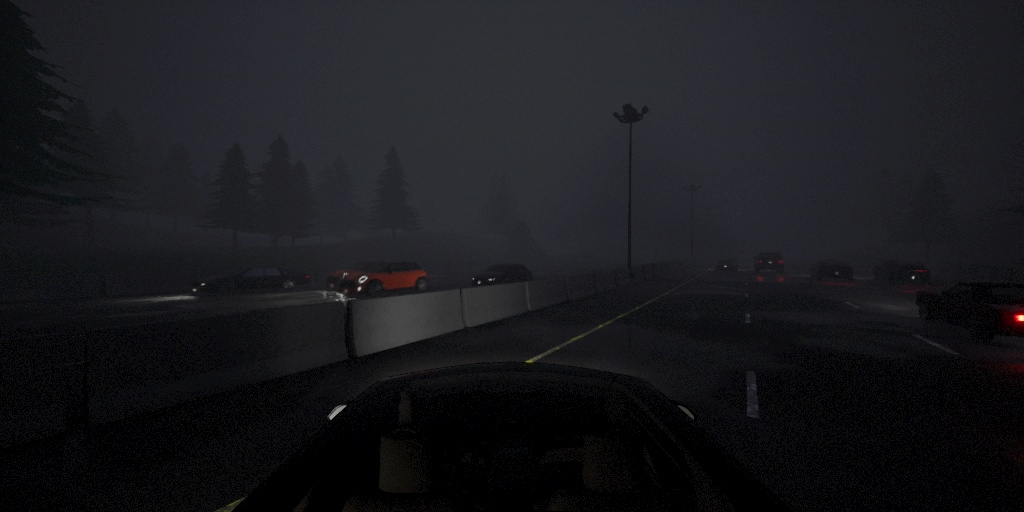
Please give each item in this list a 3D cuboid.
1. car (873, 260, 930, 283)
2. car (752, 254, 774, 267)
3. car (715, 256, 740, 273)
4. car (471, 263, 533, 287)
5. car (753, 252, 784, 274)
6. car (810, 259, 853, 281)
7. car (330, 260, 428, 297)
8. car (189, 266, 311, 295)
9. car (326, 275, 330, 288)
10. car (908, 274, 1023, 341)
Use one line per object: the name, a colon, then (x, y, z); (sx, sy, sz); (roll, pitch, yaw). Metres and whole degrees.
car: (26.624, 1.034, 24.627); (1.837, 1.490, 4.892); (0, 1, 33)
car: (32.801, 0.583, 47.010); (2.128, 1.511, 4.902); (0, 1, 32)
car: (22.118, 0.956, 36.980); (1.994, 1.385, 4.181); (0, 1, 33)
car: (-0.492, 1.199, 21.765); (1.837, 1.490, 4.892); (0, 0, 33)
car: (24.675, 0.628, 34.485); (2.150, 2.045, 5.566); (0, 1, 33)
car: (24.095, 0.992, 27.159); (1.882, 1.535, 5.008); (0, 1, 33)
car: (-6.610, 1.075, 18.767); (2.097, 1.767, 4.553); (0, 0, 33)
car: (-14.212, 1.276, 19.911); (2.033, 1.411, 5.357); (0, 0, 33)
car: (-8.797, 1.067, 21.825); (2.097, 1.767, 4.553); (0, 0, 33)
car: (12.372, 1.329, 9.077); (1.895, 1.301, 4.718); (0, 0, 33)
